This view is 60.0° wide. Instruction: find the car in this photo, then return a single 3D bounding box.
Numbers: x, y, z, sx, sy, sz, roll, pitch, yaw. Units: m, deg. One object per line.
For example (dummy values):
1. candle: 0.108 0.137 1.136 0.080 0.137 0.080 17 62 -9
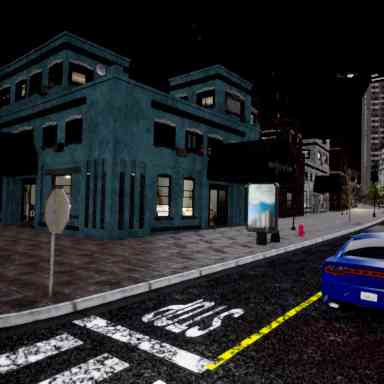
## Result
1. car: 4.480 1.647 7.443 1.882 1.535 5.008 0 -2 39
